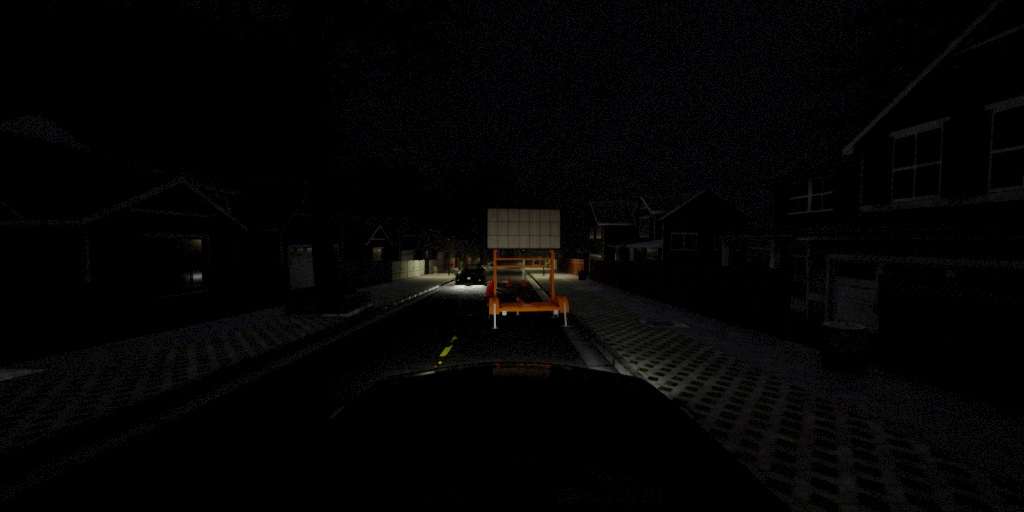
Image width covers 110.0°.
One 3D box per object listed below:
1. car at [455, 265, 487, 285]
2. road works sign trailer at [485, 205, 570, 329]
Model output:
[{"bbox_3d":[-2.875,1.310,25.953,1.994,1.385,4.181,0,0,0],"label":"car"},{"bbox_3d":[0.351,0.209,11.333,2.380,3.560,2.880,0,0,-7],"label":"road works sign trailer"}]
